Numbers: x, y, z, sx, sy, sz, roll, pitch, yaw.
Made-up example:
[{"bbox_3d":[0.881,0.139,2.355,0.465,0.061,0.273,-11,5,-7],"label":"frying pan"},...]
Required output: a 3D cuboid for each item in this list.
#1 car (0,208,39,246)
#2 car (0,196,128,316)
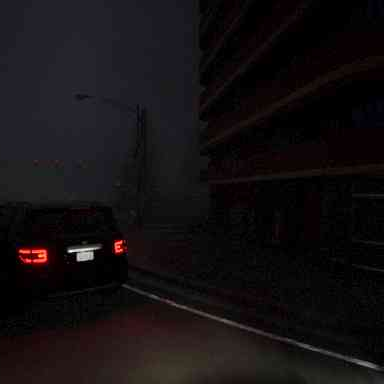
[{"bbox_3d":[-8.449,1.564,15.879,1.994,1.385,4.181,0,0,-26],"label":"car"},{"bbox_3d":[-3.583,1.221,7.907,2.150,2.045,5.566,0,0,-40],"label":"car"}]
